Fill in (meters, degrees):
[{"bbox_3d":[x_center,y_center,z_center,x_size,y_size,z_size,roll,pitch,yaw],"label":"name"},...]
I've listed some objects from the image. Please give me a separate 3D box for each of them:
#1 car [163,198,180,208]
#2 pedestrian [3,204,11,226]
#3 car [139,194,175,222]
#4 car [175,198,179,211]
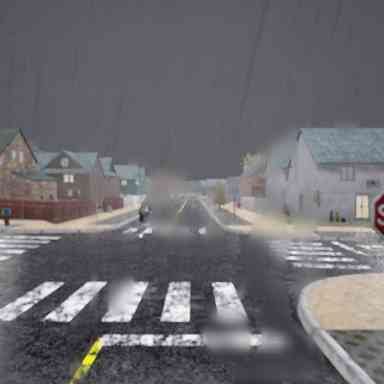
[{"bbox_3d":[-2.830,1.511,46.633,1.994,1.385,4.181,0,0,0],"label":"car"},{"bbox_3d":[-9.679,1.231,17.445,0.500,1.100,0.500,0,0,1],"label":"pedestrian"},{"bbox_3d":[-2.853,1.195,26.786,2.150,2.045,5.566,0,0,0],"label":"car"},{"bbox_3d":[-2.832,1.526,36.692,1.994,1.385,4.181,0,0,1],"label":"car"}]
